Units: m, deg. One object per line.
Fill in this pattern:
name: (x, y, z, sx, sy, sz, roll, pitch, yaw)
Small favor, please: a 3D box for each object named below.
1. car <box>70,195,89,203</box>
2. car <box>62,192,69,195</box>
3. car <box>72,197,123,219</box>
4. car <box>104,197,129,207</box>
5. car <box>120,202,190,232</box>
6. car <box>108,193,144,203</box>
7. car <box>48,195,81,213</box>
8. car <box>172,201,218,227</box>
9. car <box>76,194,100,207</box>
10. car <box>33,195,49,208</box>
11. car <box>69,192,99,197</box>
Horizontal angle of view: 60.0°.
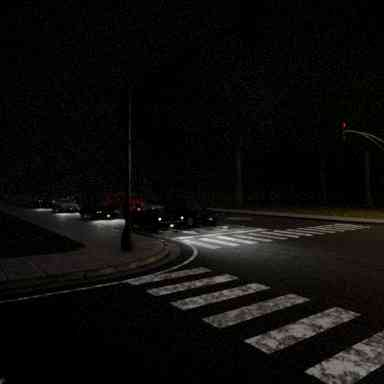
car: (-21.607, 1.295, 63.660, 2.128, 1.511, 4.902, 0, 0, -36)
car: (-21.442, 1.039, 57.716, 2.150, 2.045, 5.566, 0, 0, -36)
car: (-8.056, 1.454, 28.027, 2.033, 1.411, 5.357, 0, 0, -36)
car: (-11.276, 1.435, 49.411, 1.895, 1.301, 4.718, 0, 0, -36)
car: (-2.397, 1.542, 20.214, 1.895, 1.301, 4.718, 0, 0, -36)
car: (-6.206, 1.118, 31.010, 2.150, 2.045, 5.566, 0, 0, -36)
car: (-13.677, 1.403, 35.787, 1.812, 1.442, 4.674, 0, 0, -36)
car: (-0.245, 1.410, 22.788, 1.882, 1.535, 5.008, 0, 0, -35)
car: (-15.631, 1.187, 49.794, 2.097, 1.767, 4.553, 0, 0, -35)
car: (-19.635, 1.203, 44.067, 2.097, 1.767, 4.553, 0, 0, -35)
car: (-12.492, 1.086, 39.688, 2.150, 2.045, 5.566, 0, 0, -36)
